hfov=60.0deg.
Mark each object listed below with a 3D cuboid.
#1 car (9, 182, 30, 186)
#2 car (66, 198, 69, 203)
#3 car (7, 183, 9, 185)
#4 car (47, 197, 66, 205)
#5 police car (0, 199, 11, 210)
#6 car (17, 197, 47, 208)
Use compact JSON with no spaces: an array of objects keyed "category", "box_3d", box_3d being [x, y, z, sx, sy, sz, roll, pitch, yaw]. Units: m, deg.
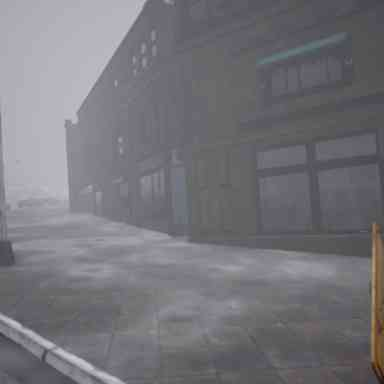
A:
[{"category":"car","box_3d":[-44.053,-1.746,83.468,2.002,1.452,4.674,-6,-4,32]},{"category":"car","box_3d":[-25.546,1.870,65.901,1.895,1.301,4.718,-5,-1,18]},{"category":"car","box_3d":[-47.025,-1.807,78.783,2.231,1.521,4.892,-6,-3,33]},{"category":"car","box_3d":[-23.391,1.528,54.851,1.837,1.490,4.892,-5,0,8]},{"category":"police car","box_3d":[-23.384,1.549,39.718,1.930,1.638,5.238,-4,1,-8]},{"category":"car","box_3d":[-23.860,1.579,49.142,1.837,1.490,4.892,-4,0,2]}]
